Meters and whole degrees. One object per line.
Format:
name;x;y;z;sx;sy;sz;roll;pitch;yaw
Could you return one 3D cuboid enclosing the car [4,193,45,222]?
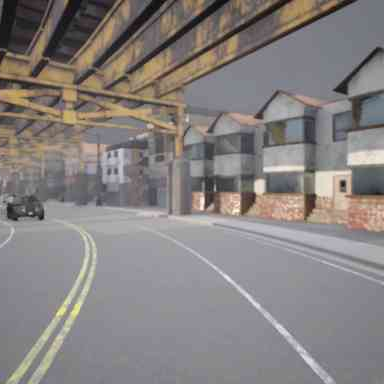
car;-13.595;1.239;27.087;2.150;2.045;5.566;-1;0;-35
